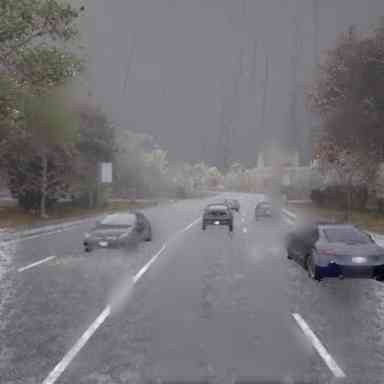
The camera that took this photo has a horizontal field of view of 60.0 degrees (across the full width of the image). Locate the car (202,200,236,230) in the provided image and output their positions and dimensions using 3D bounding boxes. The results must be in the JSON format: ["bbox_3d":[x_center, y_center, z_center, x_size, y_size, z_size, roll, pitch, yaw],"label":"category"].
[{"bbox_3d":[1.719,1.503,21.311,1.837,1.490,4.892,0,0,7],"label":"car"}]

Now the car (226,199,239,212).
[{"bbox_3d":[4.501,1.534,38.956,1.994,1.385,4.181,0,0,10],"label":"car"}]

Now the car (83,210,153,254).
[{"bbox_3d":[-2.819,1.511,13.690,1.812,1.442,4.674,0,0,5],"label":"car"}]

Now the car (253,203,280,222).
[{"bbox_3d":[6.002,1.557,26.863,2.033,1.411,5.357,0,0,9],"label":"car"}]

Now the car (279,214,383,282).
[{"bbox_3d":[4.086,1.574,9.866,1.994,1.385,4.181,0,0,4],"label":"car"}]
